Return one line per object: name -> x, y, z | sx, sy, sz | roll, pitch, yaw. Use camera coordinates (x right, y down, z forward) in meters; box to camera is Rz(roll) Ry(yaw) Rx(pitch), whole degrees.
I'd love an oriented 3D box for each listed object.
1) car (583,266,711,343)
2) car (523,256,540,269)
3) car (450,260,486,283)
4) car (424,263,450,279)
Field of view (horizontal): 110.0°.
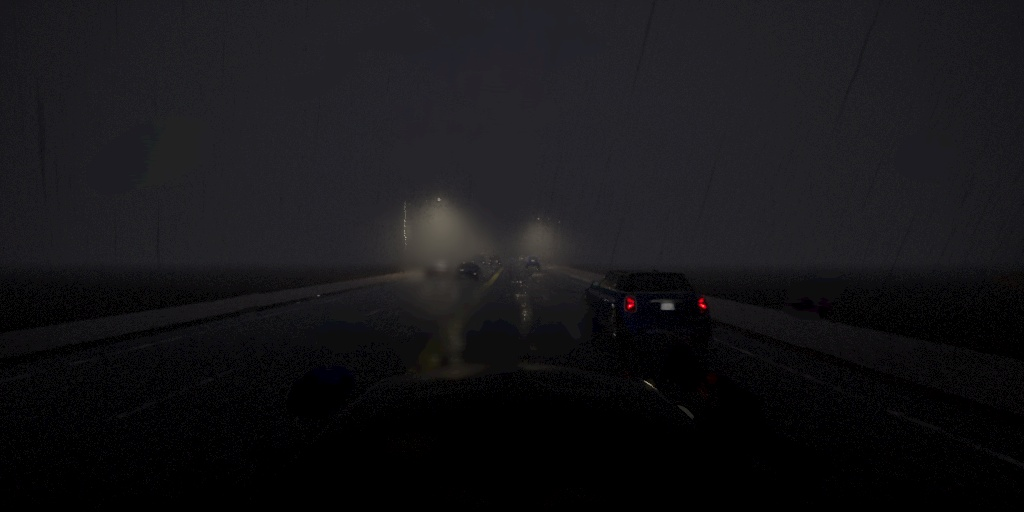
car -> 3.351, 1.102, 9.838 | 2.097, 1.767, 4.553 | 0, 0, 0
car -> 3.264, 0.958, 57.176 | 2.150, 2.045, 5.566 | 0, 0, 0
car -> -3.333, 1.274, 28.039 | 1.812, 1.442, 4.674 | 0, 0, 0
car -> -6.575, 1.312, 32.534 | 1.994, 1.385, 4.181 | 0, 0, 0
